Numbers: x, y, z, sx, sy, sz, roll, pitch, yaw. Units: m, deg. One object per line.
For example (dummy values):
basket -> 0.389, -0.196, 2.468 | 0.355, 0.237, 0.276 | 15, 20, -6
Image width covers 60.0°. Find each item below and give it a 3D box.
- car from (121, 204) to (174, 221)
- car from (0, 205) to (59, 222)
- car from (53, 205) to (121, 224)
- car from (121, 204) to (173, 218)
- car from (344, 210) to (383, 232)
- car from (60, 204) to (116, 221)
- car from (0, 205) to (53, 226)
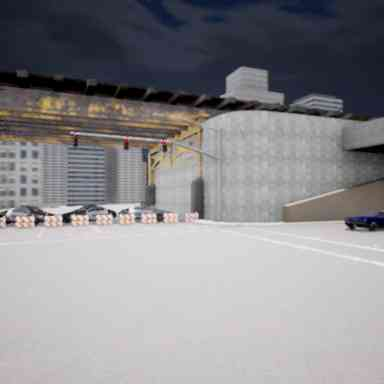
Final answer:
car -> -4.188, 1.924, 31.427 | 4.974, 1.542, 2.038 | 0, -1, 9
car -> -13.333, 1.724, 27.281 | 4.536, 1.218, 1.853 | 0, -1, 24
car -> -8.960, 1.896, 28.847 | 2.038, 1.542, 4.974 | -1, -1, 34
car -> -4.240, 1.767, 31.437 | 4.536, 1.218, 1.853 | 0, -1, 9
car -> 12.662, 1.902, 22.482 | 4.718, 1.301, 1.895 | 0, -1, -21
car -> -8.931, 1.739, 28.893 | 1.853, 1.218, 4.536 | -1, -1, 34
car -> -13.285, 1.881, 27.259 | 4.974, 1.542, 2.038 | 0, -1, 24
